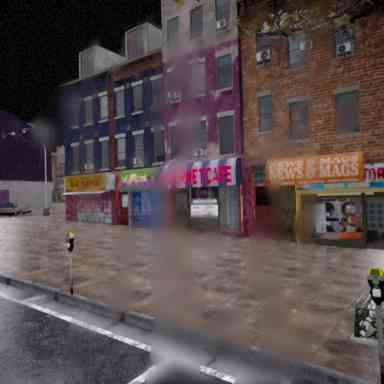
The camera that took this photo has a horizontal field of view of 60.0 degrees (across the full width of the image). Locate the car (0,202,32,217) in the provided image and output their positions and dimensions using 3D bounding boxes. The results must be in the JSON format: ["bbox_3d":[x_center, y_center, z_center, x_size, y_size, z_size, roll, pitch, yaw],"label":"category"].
[{"bbox_3d":[-17.553,1.621,30.214,2.033,1.411,5.357,-2,-1,39],"label":"car"}]
